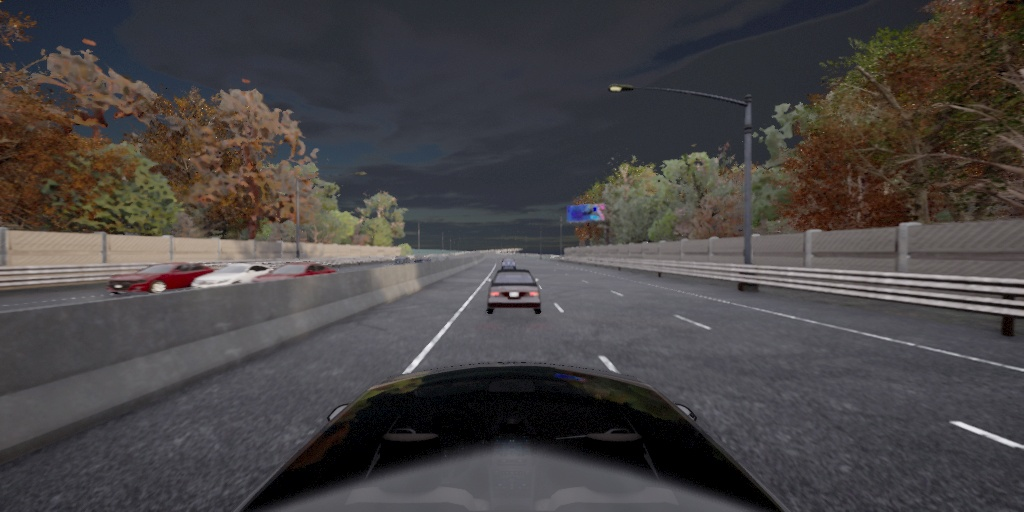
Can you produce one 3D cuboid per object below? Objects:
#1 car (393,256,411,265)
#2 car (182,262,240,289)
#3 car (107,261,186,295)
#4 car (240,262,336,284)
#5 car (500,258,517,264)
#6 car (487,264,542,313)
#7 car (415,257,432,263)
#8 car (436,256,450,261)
[{"bbox_3d":[-18.528,0.730,60.645,2.033,1.411,5.357,0,1,-1],"label":"car"},{"bbox_3d":[-14.197,1.114,18.862,1.812,1.442,4.674,0,1,-1],"label":"car"},{"bbox_3d":[-17.694,1.070,18.584,1.882,1.535,5.008,0,1,-1],"label":"car"},{"bbox_3d":[-10.686,1.074,17.950,1.882,1.535,5.008,0,1,-1],"label":"car"},{"bbox_3d":[-0.424,0.891,43.642,2.033,1.411,5.357,0,1,-1],"label":"car"},{"bbox_3d":[0.050,1.185,13.366,2.033,1.411,5.357,0,1,0],"label":"car"},{"bbox_3d":[-15.039,0.780,60.860,1.895,1.301,4.718,0,1,-1],"label":"car"},{"bbox_3d":[-11.527,0.692,60.086,1.837,1.490,4.892,0,1,-1],"label":"car"}]
